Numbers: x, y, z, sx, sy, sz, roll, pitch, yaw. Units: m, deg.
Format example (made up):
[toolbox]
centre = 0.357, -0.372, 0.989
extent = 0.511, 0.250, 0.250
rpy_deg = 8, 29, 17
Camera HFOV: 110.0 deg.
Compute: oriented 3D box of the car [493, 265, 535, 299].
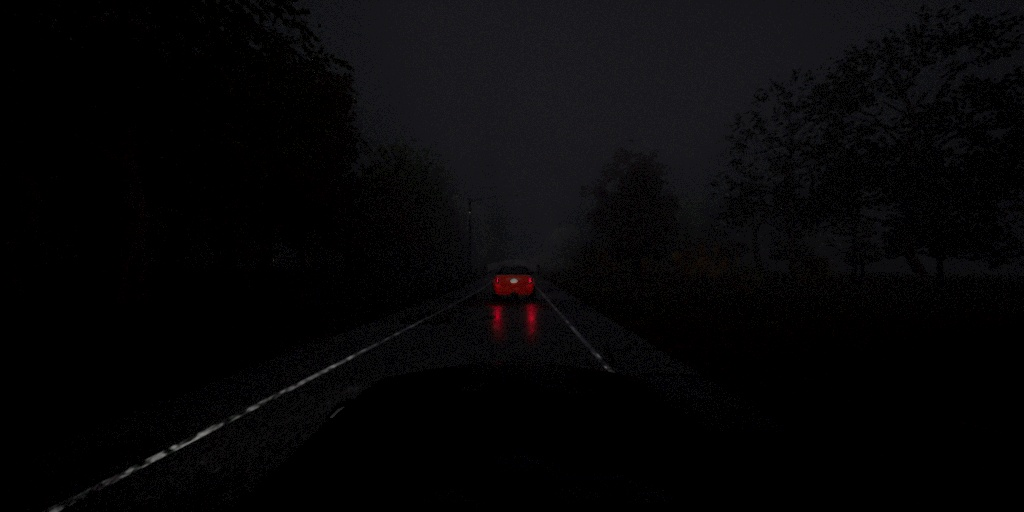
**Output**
[car]
centre = 0.095, 1.269, 19.561
extent = 2.097, 1.767, 4.553
rpy_deg = 0, -1, 0
